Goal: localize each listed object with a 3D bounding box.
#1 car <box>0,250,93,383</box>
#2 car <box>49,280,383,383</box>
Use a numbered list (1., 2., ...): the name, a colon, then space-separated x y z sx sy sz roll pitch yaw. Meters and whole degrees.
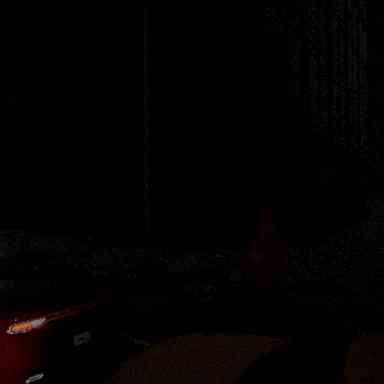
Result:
1. car: -3.092 1.583 5.172 4.507 1.381 1.887 0 -1 35
2. car: 1.331 1.525 2.018 4.829 1.417 1.752 0 -1 35
